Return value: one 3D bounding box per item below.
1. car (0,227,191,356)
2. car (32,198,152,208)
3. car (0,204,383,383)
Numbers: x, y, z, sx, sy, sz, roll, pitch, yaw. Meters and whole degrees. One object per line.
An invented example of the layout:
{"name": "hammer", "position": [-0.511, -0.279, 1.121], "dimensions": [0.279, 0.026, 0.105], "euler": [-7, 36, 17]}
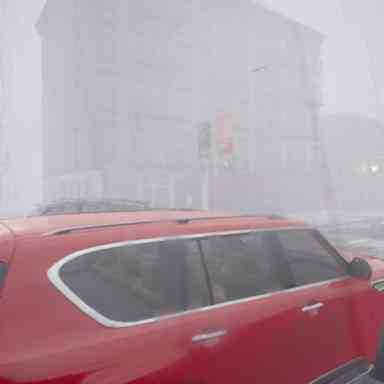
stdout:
{"name": "car", "position": [-2.297, 1.558, 6.037], "dimensions": [4.181, 1.385, 1.994], "euler": [0, 0, -35]}
{"name": "car", "position": [-3.501, 1.212, 9.171], "dimensions": [5.566, 2.045, 2.150], "euler": [0, 0, -35]}
{"name": "car", "position": [0.364, 1.212, 3.696], "dimensions": [5.566, 2.045, 2.150], "euler": [0, 0, -35]}
